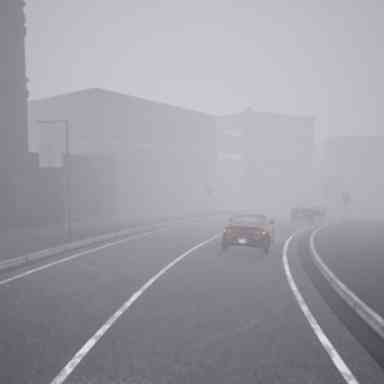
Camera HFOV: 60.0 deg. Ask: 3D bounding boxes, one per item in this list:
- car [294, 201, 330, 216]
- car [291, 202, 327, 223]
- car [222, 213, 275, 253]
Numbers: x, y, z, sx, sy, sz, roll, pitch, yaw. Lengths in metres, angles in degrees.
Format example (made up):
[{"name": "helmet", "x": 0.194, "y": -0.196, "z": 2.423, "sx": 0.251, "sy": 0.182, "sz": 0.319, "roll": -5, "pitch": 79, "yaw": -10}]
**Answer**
[{"name": "car", "x": 14.096, "y": 1.888, "z": 38.906, "sx": 4.674, "sy": 1.442, "sz": 1.812, "roll": 2, "pitch": 2, "yaw": -41}, {"name": "car", "x": 10.441, "y": 1.815, "z": 29.607, "sx": 1.882, "sy": 1.535, "sz": 5.008, "roll": 3, "pitch": 1, "yaw": 37}, {"name": "car", "x": 2.487, "y": 1.611, "z": 14.250, "sx": 1.812, "sy": 1.442, "sz": 4.674, "roll": 1, "pitch": 0, "yaw": 16}]
